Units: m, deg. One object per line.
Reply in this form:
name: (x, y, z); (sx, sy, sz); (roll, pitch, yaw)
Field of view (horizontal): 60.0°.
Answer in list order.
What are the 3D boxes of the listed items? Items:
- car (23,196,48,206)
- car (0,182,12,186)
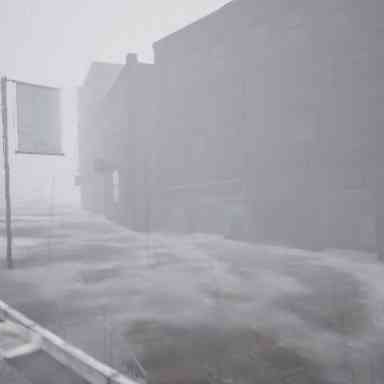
car: (-26.474, 1.522, 56.438); (1.837, 1.490, 4.892); (-4, 0, 9)
car: (-46.909, -1.703, 80.468); (2.231, 1.521, 4.892); (-3, -2, 5)
